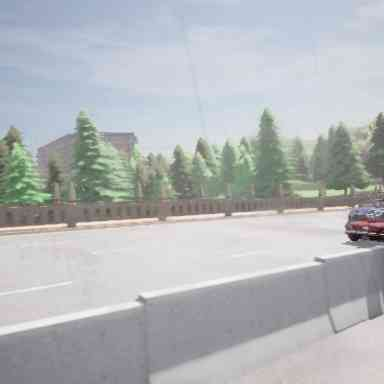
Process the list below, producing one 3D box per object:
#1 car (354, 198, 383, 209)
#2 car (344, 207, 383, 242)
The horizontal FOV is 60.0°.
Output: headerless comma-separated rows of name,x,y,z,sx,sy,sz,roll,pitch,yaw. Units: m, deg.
car,11.864,1.203,21.028,4.553,1.767,2.097,-1,0,-35
car,8.695,1.497,14.485,4.718,1.301,1.895,0,0,-35
